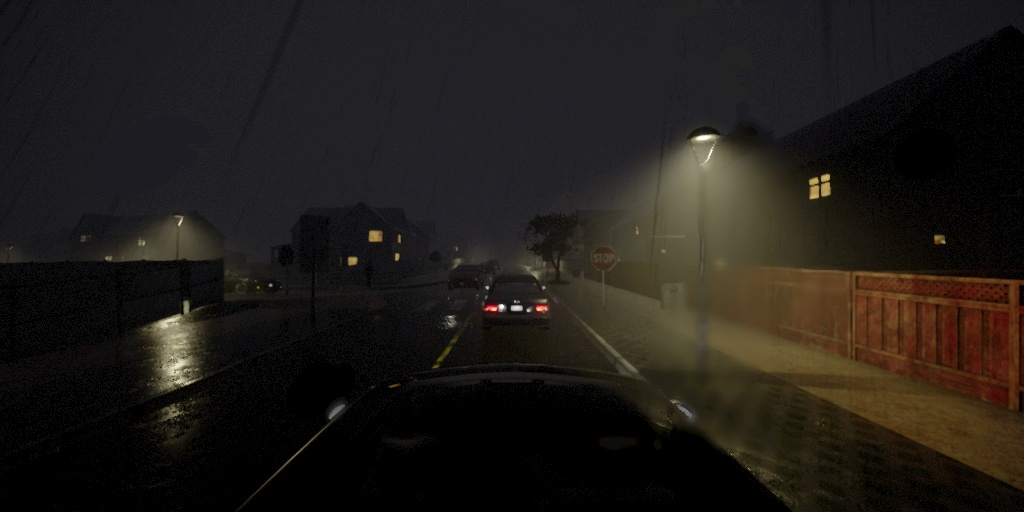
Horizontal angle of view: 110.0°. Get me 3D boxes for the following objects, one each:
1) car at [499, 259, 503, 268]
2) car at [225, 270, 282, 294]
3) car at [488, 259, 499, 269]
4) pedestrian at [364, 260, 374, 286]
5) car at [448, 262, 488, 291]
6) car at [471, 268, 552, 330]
[{"bbox_3d":[-2.734,1.272,51.557,1.837,1.490,4.892,0,-1,1],"label":"car"},{"bbox_3d":[-14.886,1.419,19.484,4.181,1.385,1.994,-1,-2,8],"label":"car"},{"bbox_3d":[-2.787,1.305,38.720,1.994,1.385,4.181,0,0,0],"label":"car"},{"bbox_3d":[-9.874,1.159,24.724,0.375,1.860,0.375,0,-2,5],"label":"pedestrian"},{"bbox_3d":[-2.819,1.278,22.740,1.882,1.535,5.008,0,0,0],"label":"car"},{"bbox_3d":[0.114,1.282,11.040,2.033,1.411,5.357,0,0,0],"label":"car"}]
